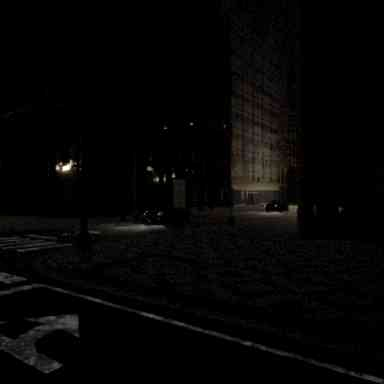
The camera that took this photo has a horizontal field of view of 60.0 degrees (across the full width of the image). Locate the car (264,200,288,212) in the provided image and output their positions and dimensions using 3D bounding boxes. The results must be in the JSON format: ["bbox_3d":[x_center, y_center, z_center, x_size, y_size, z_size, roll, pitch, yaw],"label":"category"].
[{"bbox_3d":[11.748,1.889,46.367,2.097,1.767,4.553,-1,-1,36],"label":"car"}]

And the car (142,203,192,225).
[{"bbox_3d":[-1.949,1.659,27.303,2.097,1.767,4.553,-1,-1,36],"label":"car"}]
